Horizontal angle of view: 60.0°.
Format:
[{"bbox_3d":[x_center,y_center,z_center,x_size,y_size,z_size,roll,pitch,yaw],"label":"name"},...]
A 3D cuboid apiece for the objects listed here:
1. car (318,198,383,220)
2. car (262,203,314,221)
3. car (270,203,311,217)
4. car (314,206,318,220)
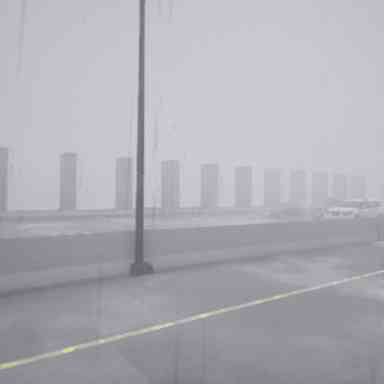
[{"bbox_3d":[12.415,1.547,25.137,5.566,2.045,2.150,1,-1,-34],"label":"car"},{"bbox_3d":[8.696,1.818,31.075,4.902,1.511,2.128,1,-1,-34],"label":"car"},{"bbox_3d":[10.941,1.920,36.763,4.674,1.442,1.812,1,-1,-34],"label":"car"},{"bbox_3d":[12.926,1.586,29.676,5.566,2.045,2.150,1,-1,-34],"label":"car"}]
